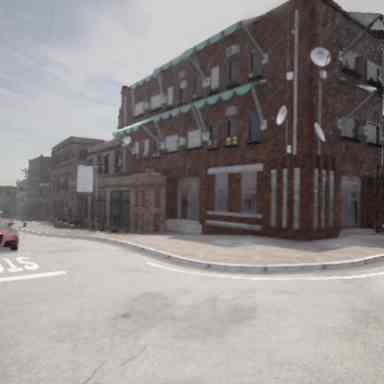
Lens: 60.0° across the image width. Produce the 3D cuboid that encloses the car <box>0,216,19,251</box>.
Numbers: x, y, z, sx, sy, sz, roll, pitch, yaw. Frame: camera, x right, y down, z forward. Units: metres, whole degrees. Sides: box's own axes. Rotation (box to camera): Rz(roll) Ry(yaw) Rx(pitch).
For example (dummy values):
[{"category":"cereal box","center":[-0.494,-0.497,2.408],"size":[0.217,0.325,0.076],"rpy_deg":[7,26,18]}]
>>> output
[{"category":"car","center":[-8.566,1.708,13.887],"size":[1.994,1.385,4.181],"rpy_deg":[2,-3,-36]}]
